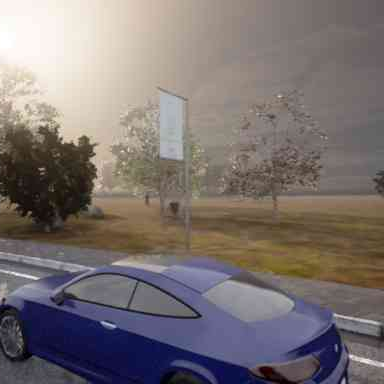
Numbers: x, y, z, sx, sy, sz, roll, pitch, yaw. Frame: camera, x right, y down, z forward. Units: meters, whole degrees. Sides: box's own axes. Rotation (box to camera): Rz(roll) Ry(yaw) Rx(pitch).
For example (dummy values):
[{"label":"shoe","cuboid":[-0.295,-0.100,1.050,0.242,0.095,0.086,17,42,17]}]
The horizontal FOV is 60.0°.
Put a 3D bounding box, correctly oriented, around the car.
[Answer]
[{"label":"car","cuboid":[-0.585,1.514,4.234,4.674,1.442,1.812,0,0,34]}]
